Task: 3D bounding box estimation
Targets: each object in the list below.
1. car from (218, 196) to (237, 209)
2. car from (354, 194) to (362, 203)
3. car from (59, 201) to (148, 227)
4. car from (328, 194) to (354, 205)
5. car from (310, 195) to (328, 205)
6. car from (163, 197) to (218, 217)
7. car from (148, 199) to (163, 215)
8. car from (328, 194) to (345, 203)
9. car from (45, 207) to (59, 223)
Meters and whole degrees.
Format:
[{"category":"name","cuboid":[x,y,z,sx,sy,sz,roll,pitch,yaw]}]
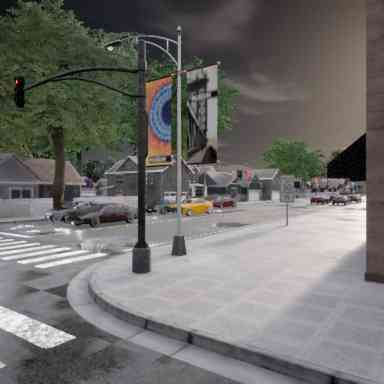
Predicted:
[{"category":"car","cuboid":[3.673,1.264,40.737,1.882,1.535,5.008,0,0,36]},{"category":"car","cuboid":[28.319,1.155,58.114,1.837,1.490,4.892,0,0,36]},{"category":"car","cuboid":[-5.666,1.449,22.130,2.033,1.411,5.357,0,0,34]},{"category":"car","cuboid":[22.324,1.203,49.727,1.837,1.490,4.892,0,0,36]},{"category":"car","cuboid":[20.071,1.171,52.164,1.882,1.535,5.008,0,0,36]},{"category":"car","cuboid":[-0.019,1.325,30.007,1.882,1.535,5.008,0,0,36]},{"category":"car","cuboid":[-2.637,1.410,31.922,1.994,1.385,4.181,0,0,36]},{"category":"car","cuboid":[26.708,1.146,61.444,1.837,1.490,4.892,0,0,36]},{"category":"car","cuboid":[-8.175,1.391,24.186,2.128,1.511,4.902,0,0,36]}]
